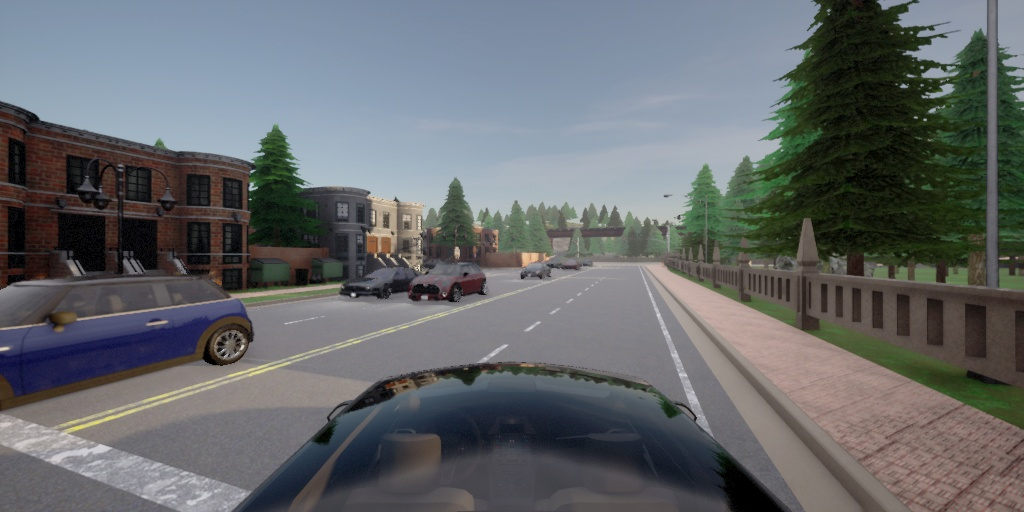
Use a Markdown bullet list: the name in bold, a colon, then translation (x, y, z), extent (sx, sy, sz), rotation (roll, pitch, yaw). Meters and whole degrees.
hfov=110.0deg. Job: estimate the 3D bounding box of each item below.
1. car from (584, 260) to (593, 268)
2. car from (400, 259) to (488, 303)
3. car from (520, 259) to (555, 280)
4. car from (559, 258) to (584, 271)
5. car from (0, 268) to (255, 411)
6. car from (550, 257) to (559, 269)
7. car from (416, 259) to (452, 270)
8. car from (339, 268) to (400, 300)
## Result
- **car**: translation (12.962, 1.325, 62.665), extent (1.994, 1.385, 4.181), rotation (0, 0, 19)
- **car**: translation (-2.828, 1.106, 16.700), extent (2.097, 1.767, 4.553), rotation (0, 0, 19)
- **car**: translation (2.148, 1.281, 31.249), extent (1.812, 1.442, 4.674), rotation (0, 0, 19)
- **car**: translation (8.072, 1.236, 48.500), extent (1.882, 1.535, 5.008), rotation (0, 0, 19)
- **car**: translation (-6.593, 1.102, 5.306), extent (2.097, 1.767, 4.553), rotation (0, 0, 17)
- **car**: translation (6.487, 1.112, 55.273), extent (2.097, 1.767, 4.553), rotation (0, 0, 22)
- **car**: translation (-11.203, 1.224, 51.633), extent (4.892, 1.490, 1.837), rotation (0, 0, 22)
- **car**: translation (-6.048, 1.300, 18.100), extent (2.033, 1.411, 5.357), rotation (0, 0, 19)
